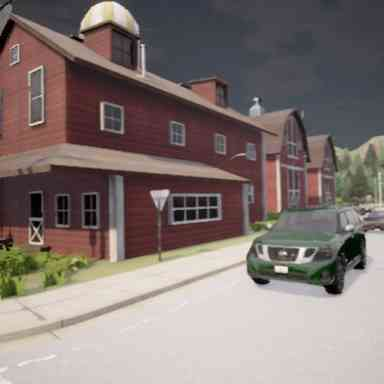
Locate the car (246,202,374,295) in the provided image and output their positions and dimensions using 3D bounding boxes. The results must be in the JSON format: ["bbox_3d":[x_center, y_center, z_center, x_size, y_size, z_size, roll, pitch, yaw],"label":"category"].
[{"bbox_3d":[3.652,1.448,9.852,2.150,2.045,5.566,-3,-2,36],"label":"car"}]

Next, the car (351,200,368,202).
[{"bbox_3d":[20.648,1.937,40.177,1.905,1.878,3.866,5,-1,-6],"label":"car"}]

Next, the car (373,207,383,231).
[{"bbox_3d":[12.925,1.965,22.588,2.033,1.411,5.357,-3,-2,36],"label":"car"}]
